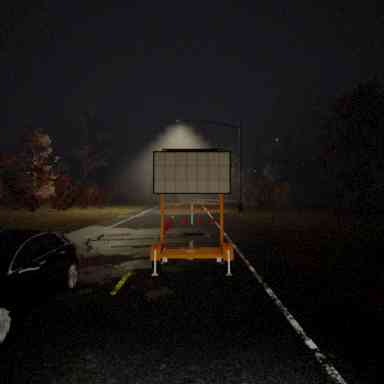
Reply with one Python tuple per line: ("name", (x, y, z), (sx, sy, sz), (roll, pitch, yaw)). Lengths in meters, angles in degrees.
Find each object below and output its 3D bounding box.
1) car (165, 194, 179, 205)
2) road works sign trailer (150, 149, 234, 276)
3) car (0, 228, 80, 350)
("car", (-3.491, 1.224, 58.951), (2.150, 2.045, 5.566), (0, 0, 0))
("road works sign trailer", (0.000, 0.464, 10.349), (2.380, 3.560, 2.880), (0, 0, 0))
("car", (-3.601, 1.504, 6.151), (1.837, 1.490, 4.892), (0, 0, 0))
